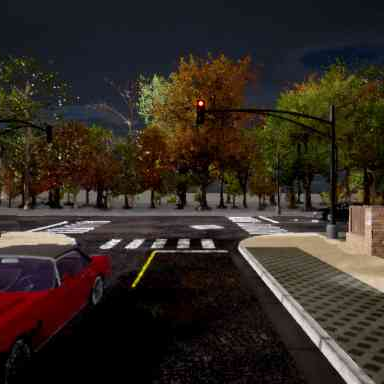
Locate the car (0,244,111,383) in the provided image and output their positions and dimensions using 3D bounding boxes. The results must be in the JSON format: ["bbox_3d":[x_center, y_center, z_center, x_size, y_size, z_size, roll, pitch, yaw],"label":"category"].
[{"bbox_3d":[-2.775,1.601,5.209,1.895,1.301,4.718,0,0,1],"label":"car"}]

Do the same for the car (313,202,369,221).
[{"bbox_3d":[12.148,1.556,26.402,4.892,1.490,1.837,0,0,0],"label":"car"}]
